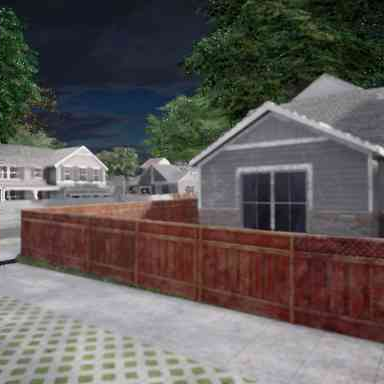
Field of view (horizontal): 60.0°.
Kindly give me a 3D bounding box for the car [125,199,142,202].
[{"bbox_3d":[-5.595,1.379,27.624,2.128,1.511,4.902,-1,1,35],"label":"car"}]
